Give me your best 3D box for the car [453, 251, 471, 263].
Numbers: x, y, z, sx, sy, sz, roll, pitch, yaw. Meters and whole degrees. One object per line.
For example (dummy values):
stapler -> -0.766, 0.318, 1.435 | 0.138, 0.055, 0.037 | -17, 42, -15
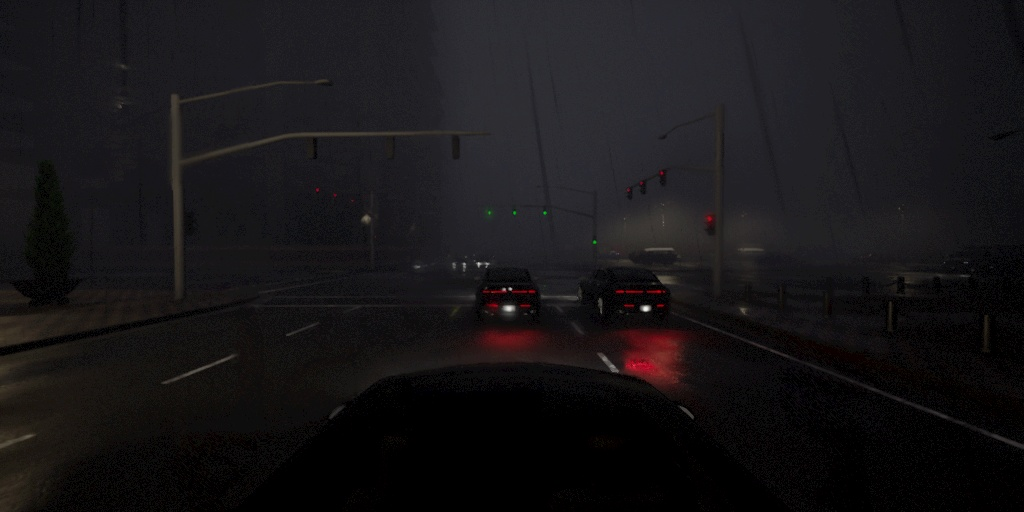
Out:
car -> -7.912, 0.267, 55.596 | 1.837, 1.490, 4.892 | 0, 1, 0

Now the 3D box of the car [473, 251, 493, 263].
car -> -4.411, 0.327, 55.513 | 1.994, 1.385, 4.181 | 0, 1, 0

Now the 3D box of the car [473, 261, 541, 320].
car -> -0.187, 1.071, 11.703 | 1.837, 1.490, 4.892 | 0, 1, -3

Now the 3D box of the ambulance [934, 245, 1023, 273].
ambulance -> 40.988, 0.295, 30.762 | 6.366, 2.431, 2.351 | 0, 1, 0

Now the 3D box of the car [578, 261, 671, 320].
car -> 3.443, 1.070, 11.736 | 1.837, 1.490, 4.892 | 0, 1, -1

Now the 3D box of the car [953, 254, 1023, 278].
car -> 37.589, 0.822, 27.339 | 4.902, 1.511, 2.128 | 0, 1, 0
